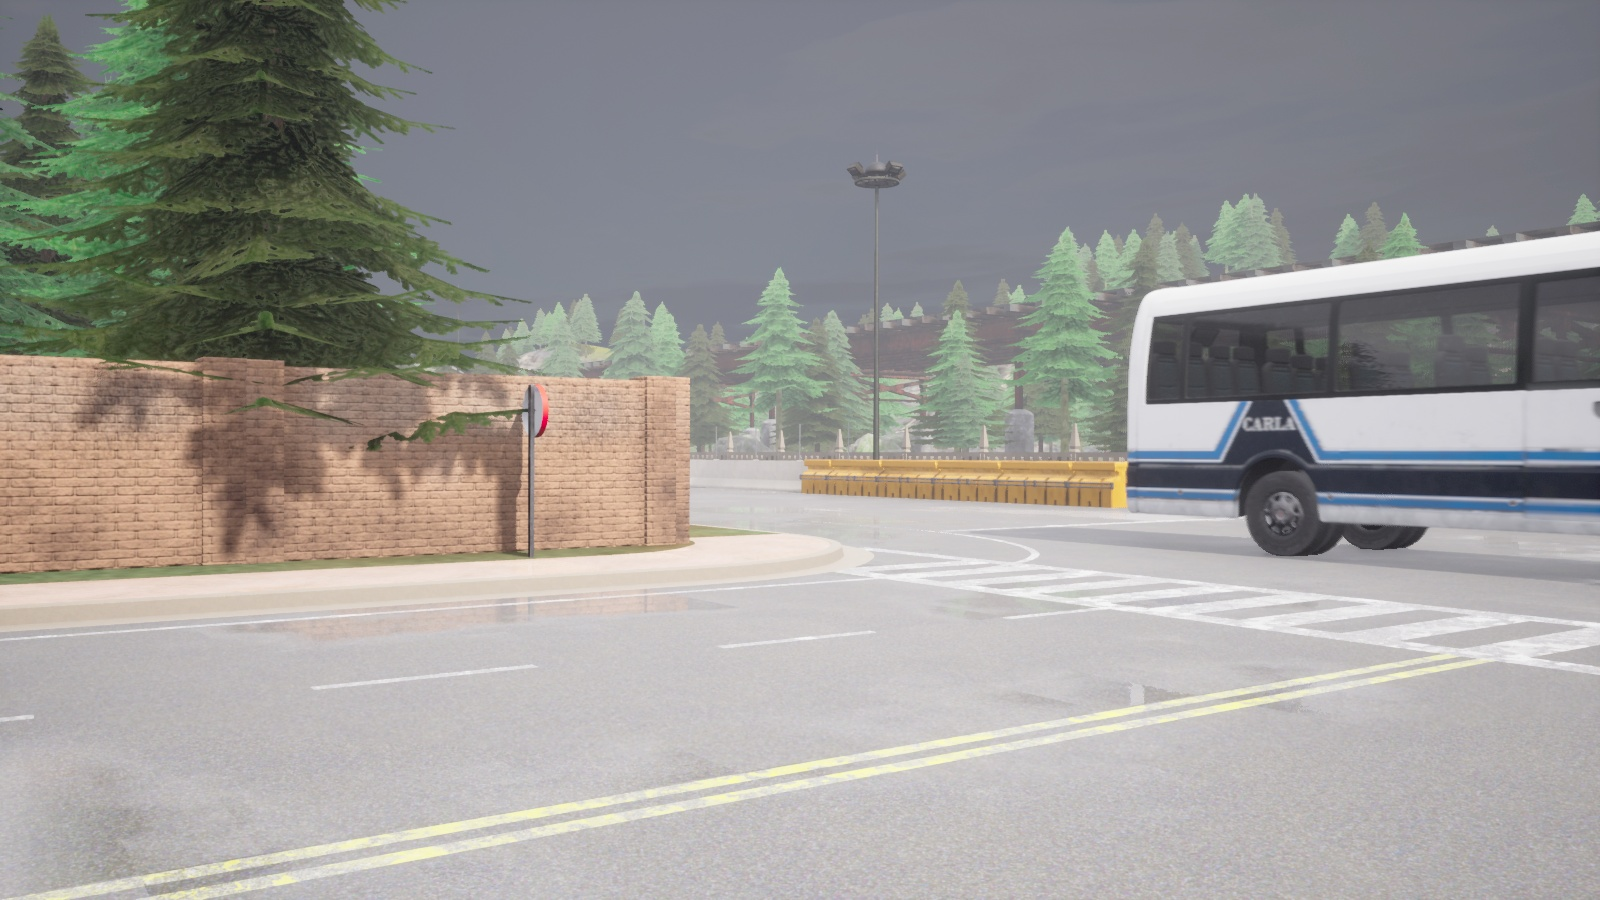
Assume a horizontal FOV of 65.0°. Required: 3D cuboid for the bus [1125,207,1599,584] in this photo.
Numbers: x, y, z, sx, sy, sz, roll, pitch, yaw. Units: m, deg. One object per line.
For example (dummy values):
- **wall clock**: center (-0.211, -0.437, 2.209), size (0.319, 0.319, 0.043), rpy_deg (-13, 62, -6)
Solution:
- **bus**: center (9.685, -0.611, 16.745), size (3.944, 4.253, 10.273), rpy_deg (0, 0, -35)
